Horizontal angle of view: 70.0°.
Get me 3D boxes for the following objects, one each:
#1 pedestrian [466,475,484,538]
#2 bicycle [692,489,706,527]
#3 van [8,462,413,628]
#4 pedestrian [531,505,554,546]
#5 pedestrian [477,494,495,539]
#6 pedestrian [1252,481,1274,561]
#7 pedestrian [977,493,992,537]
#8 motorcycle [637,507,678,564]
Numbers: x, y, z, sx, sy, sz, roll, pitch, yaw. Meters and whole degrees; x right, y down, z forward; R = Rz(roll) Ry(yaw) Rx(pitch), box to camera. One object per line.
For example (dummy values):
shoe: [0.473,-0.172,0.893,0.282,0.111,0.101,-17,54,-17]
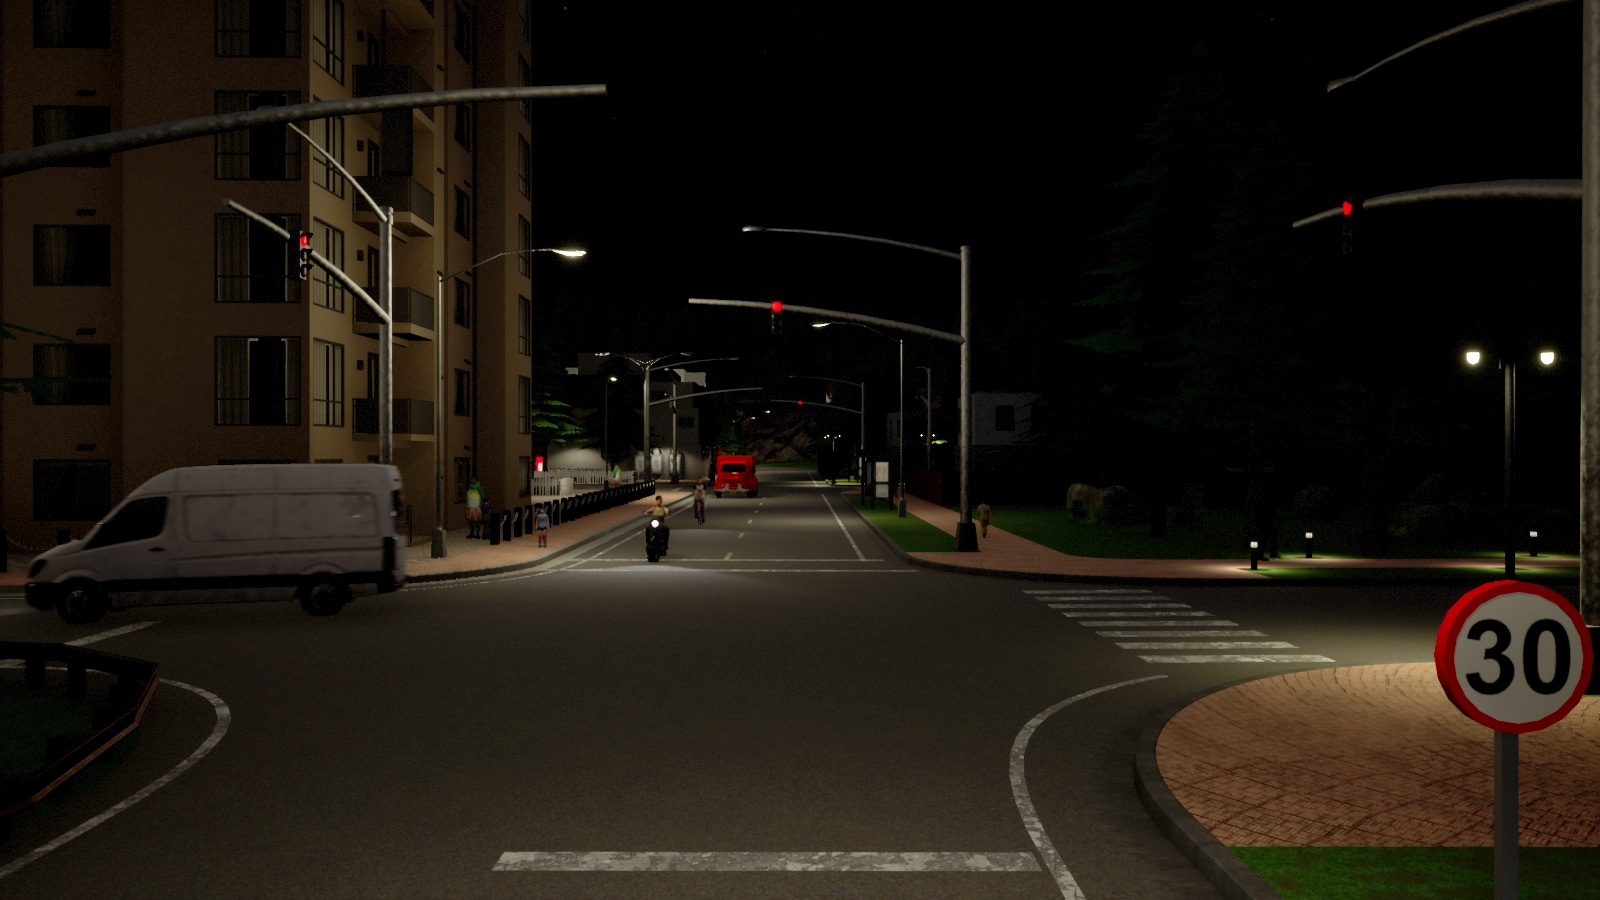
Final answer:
pedestrian: [-9.738,1.677,34.200,0.375,1.860,0.375,0,0,22]
bicycle: [-3.697,2.127,42.034,0.373,1.314,1.643,0,0,0]
van: [-9.919,1.526,19.791,5.915,2.561,1.988,0,0,-13]
pedestrian: [-7.015,2.056,31.122,0.500,1.100,0.500,0,0,-1]
pedestrian: [-9.295,1.956,33.829,0.375,1.300,0.375,0,0,41]
pedestrian: [10.907,1.665,26.901,0.375,1.860,0.375,0,0,3]
pedestrian: [5.568,1.956,34.513,0.375,1.300,0.375,0,0,-1]
motorcycle: [-3.629,2.150,29.189,0.764,1.277,2.356,0,0,0]
